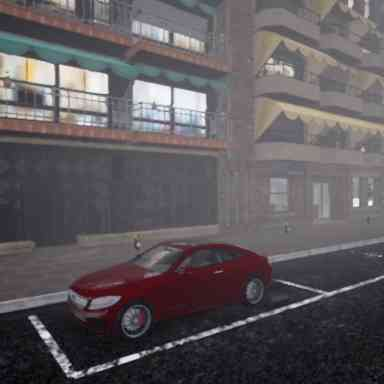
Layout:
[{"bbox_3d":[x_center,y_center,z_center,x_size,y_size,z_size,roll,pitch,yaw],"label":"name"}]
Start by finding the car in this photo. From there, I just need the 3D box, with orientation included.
[{"bbox_3d":[-0.180,1.595,6.439,4.206,1.307,1.802,0,-1,-36],"label":"car"}]
